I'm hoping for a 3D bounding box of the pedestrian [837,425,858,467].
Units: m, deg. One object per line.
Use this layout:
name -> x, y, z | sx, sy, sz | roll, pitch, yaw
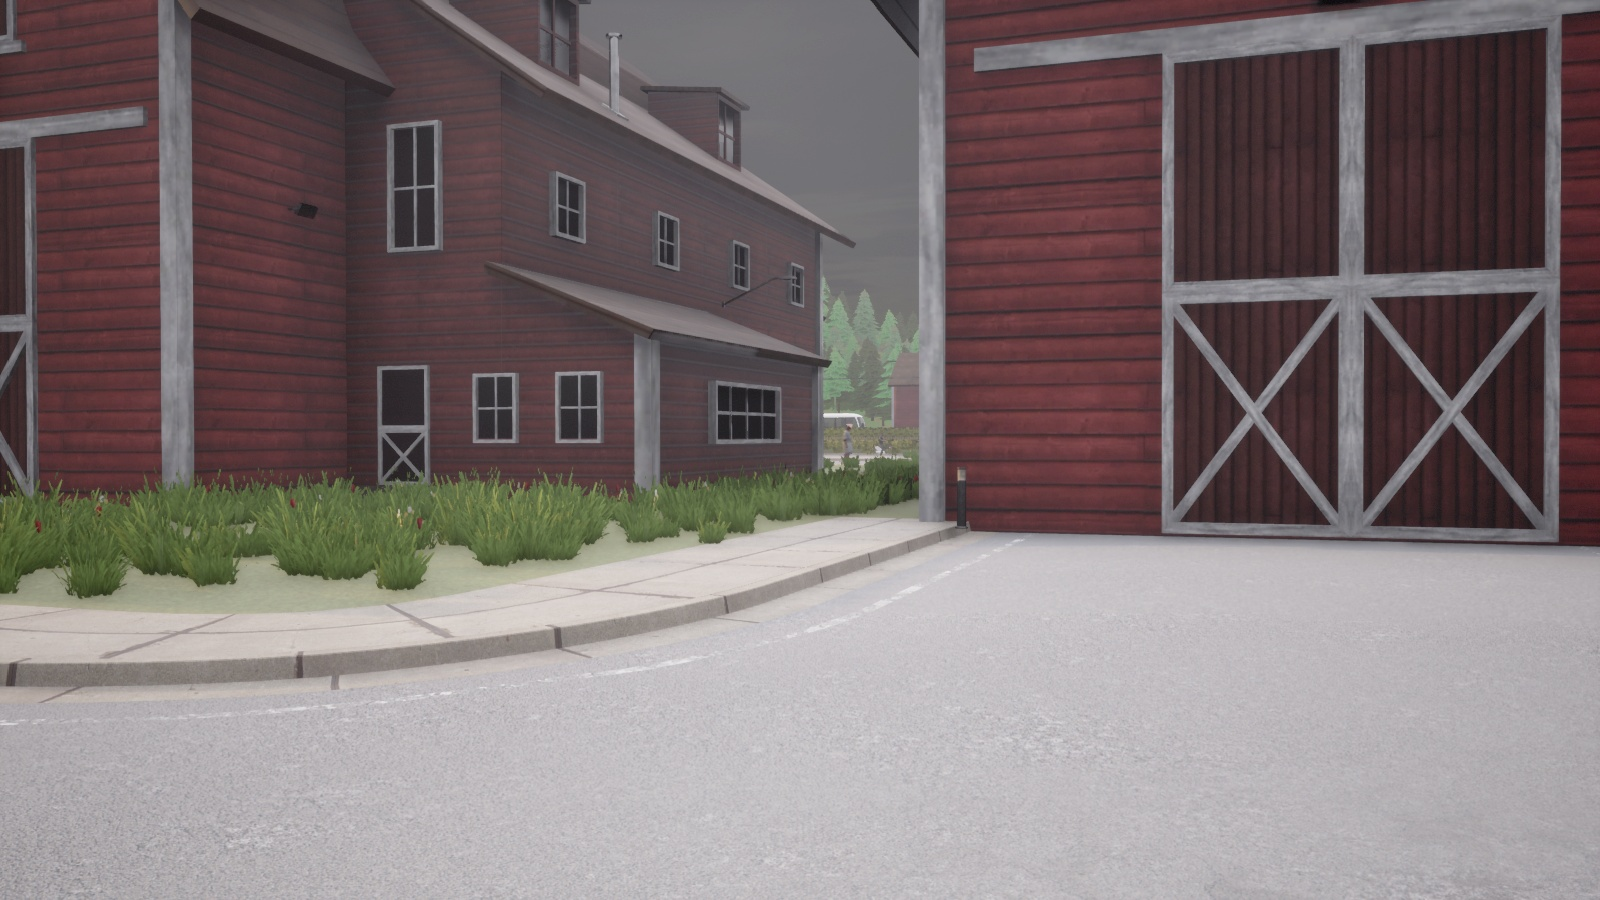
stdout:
pedestrian -> 2.284, -0.193, 59.804 | 0.873, 1.952, 0.659 | 1, 1, 13
